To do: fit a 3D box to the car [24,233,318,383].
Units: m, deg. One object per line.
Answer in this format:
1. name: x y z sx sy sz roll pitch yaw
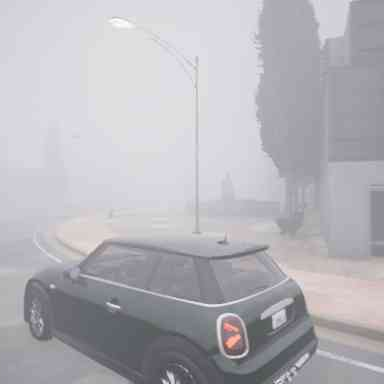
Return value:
1. car: -0.660 1.398 4.968 4.553 1.767 2.097 -1 -1 41
